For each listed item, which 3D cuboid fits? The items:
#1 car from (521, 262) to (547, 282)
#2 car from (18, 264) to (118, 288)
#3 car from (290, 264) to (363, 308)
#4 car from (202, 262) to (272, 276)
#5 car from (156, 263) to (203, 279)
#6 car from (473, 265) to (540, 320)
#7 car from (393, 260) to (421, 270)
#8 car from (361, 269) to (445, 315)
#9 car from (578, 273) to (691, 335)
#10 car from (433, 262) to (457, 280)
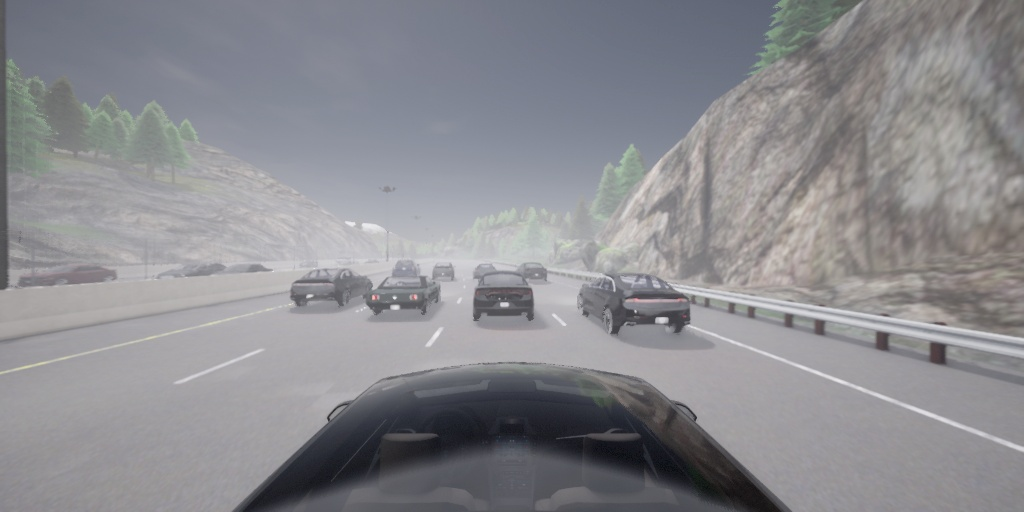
[{"bbox_3d":[1.498,1.239,28.878,1.882,1.535,5.008,0,0,-8],"label":"car"},{"bbox_3d":[-29.827,1.308,24.324,1.882,1.535,5.008,0,0,-8],"label":"car"},{"bbox_3d":[-7.571,1.267,15.520,2.128,1.511,4.902,0,0,-4],"label":"car"},{"bbox_3d":[-19.460,1.286,25.992,1.882,1.535,5.008,0,0,-8],"label":"car"},{"bbox_3d":[-22.975,1.307,25.874,2.128,1.511,4.902,0,0,-8],"label":"car"},{"bbox_3d":[-0.354,1.235,12.686,1.882,1.535,5.008,0,0,-3],"label":"car"},{"bbox_3d":[-9.793,1.142,33.614,2.097,1.767,4.553,0,0,-8],"label":"car"},{"bbox_3d":[-3.908,1.366,13.768,1.895,1.301,4.718,0,0,-4],"label":"car"},{"bbox_3d":[3.265,1.239,10.496,2.128,1.511,4.902,0,0,-3],"label":"car"},{"bbox_3d":[-5.956,1.272,31.602,2.128,1.511,4.902,0,0,-8],"label":"car"}]
